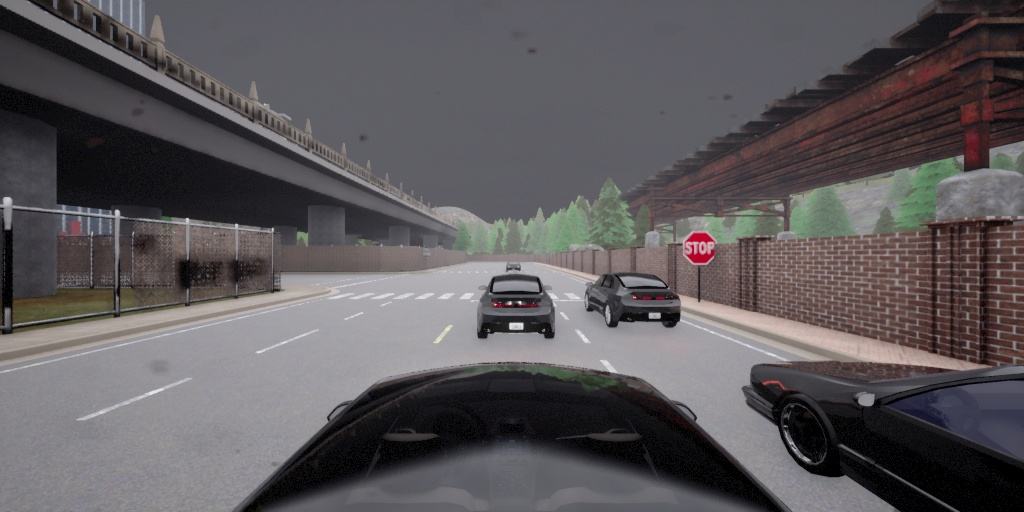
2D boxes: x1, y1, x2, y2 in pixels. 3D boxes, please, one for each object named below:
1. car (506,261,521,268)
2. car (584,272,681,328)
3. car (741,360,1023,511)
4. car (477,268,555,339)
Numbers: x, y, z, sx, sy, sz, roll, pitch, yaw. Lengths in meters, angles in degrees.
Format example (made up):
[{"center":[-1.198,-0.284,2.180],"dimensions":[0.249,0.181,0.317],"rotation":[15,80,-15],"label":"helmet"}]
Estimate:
[{"center":[0.166,1.351,46.360],"dimensions":[1.895,1.301,4.718],"rotation":[0,0,-1],"label":"car"},{"center":[3.596,1.255,11.443],"dimensions":[1.837,1.490,4.892],"rotation":[0,0,0],"label":"car"},{"center":[3.600,1.297,1.697],"dimensions":[2.033,1.411,5.357],"rotation":[0,0,0],"label":"car"},{"center":[0.095,1.255,10.083],"dimensions":[1.837,1.490,4.892],"rotation":[0,0,0],"label":"car"}]
